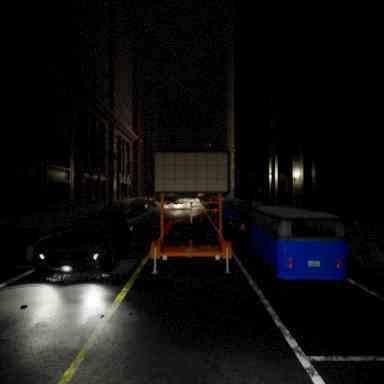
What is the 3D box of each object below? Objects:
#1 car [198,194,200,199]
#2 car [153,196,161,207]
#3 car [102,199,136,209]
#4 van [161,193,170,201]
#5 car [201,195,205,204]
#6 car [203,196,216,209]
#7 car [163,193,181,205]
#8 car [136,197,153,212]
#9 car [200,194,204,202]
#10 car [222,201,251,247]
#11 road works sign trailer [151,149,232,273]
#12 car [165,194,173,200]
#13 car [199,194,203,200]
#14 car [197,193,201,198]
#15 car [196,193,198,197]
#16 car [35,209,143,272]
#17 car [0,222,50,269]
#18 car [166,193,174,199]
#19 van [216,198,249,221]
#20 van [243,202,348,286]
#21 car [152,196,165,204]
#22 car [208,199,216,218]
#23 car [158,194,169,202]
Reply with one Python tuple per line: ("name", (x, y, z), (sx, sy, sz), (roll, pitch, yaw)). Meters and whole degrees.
("car", (2.544, 1.375, 59.711), (1.887, 1.381, 4.507), (1, 0, 0))
("car", (-5.956, 1.395, 48.267), (1.752, 1.417, 4.829), (1, 0, 0))
("car", (-5.907, 1.481, 25.940), (1.887, 1.381, 4.507), (1, 0, 0))
("van", (-6.016, 1.106, 76.559), (1.690, 1.788, 3.998), (1, 0, 0))
("car", (2.581, 1.432, 42.837), (1.887, 1.381, 4.507), (1, 0, 0))
("car", (2.593, 1.455, 37.212), (2.008, 1.369, 4.403), (1, 0, 0))
("car", (-3.201, 1.330, 53.452), (1.882, 1.535, 5.008), (0, 0, 0))
("car", (-5.932, 1.455, 37.188), (2.008, 1.369, 4.403), (1, 0, 0))
("car", (2.569, 1.414, 48.461), (1.887, 1.381, 4.507), (1, 0, 0))
("car", (2.644, 1.407, 14.713), (1.967, 1.590, 4.097), (1, 0, 0))
("road works sign trailer", (-0.023, 0.441, 10.540), (2.380, 3.560, 2.880), (0, 0, 0))
("car", (-6.044, 1.285, 87.808), (1.947, 1.339, 4.313), (1, 0, 0))
("car", (2.557, 1.395, 54.086), (1.887, 1.381, 4.507), (1, 0, 0))
("car", (2.531, 1.375, 65.336), (1.947, 1.339, 4.313), (1, 0, 0))
("car", (2.495, 1.287, 82.210), (1.887, 1.381, 4.507), (1, 0, 0))
("car", (-3.124, 1.523, 10.941), (2.033, 1.411, 5.357), (0, 0, 0))
("car", (-5.870, 1.524, 9.066), (1.887, 1.381, 4.507), (1, 0, 0))
("car", (-6.055, 1.137, 93.432), (1.967, 1.590, 4.097), (1, 0, 0))
("van", (2.633, 1.293, 20.338), (1.690, 1.788, 3.998), (1, 0, 0))
("van", (2.657, 1.321, 9.088), (1.690, 1.788, 3.998), (1, 0, 0))
("car", (-5.982, 1.412, 59.686), (1.802, 1.307, 4.206), (1, 0, 0))
("car", (2.618, 1.488, 25.963), (2.008, 1.369, 4.403), (1, 0, 0))
("car", (-6.005, 1.227, 70.935), (1.967, 1.590, 4.097), (1, 0, 0))
